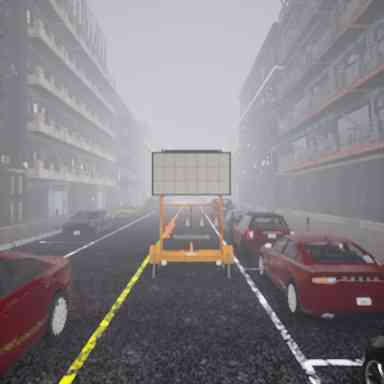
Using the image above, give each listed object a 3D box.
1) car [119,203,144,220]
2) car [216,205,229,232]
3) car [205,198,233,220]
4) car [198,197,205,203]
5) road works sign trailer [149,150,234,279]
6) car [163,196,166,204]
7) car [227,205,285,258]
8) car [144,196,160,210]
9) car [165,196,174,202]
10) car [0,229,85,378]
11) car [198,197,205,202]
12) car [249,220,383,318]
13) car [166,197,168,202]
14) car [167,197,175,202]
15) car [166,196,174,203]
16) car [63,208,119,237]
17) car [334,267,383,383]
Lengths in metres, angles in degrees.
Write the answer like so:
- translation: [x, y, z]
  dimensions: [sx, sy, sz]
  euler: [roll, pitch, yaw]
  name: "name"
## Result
- translation: [-5.739, 1.671, 29.782]
  dimensions: [1.752, 1.417, 4.829]
  euler: [0, 0, 0]
  name: "car"
- translation: [2.661, 1.644, 18.689]
  dimensions: [2.008, 1.369, 4.403]
  euler: [0, 0, 0]
  name: "car"
- translation: [2.643, 1.461, 29.963]
  dimensions: [2.192, 1.841, 5.009]
  euler: [0, 0, 0]
  name: "car"
- translation: [2.556, 1.904, 80.859]
  dimensions: [1.752, 1.417, 4.829]
  euler: [0, 0, 0]
  name: "car"
- translation: [-0.017, 0.516, 10.187]
  dimensions: [2.380, 3.560, 2.880]
  euler: [0, 0, 0]
  name: "road works sign trailer"
- translation: [-5.776, 1.566, 52.499]
  dimensions: [2.192, 1.841, 5.009]
  euler: [0, 0, 0]
  name: "car"
- translation: [2.670, 1.506, 13.054]
  dimensions: [1.967, 1.590, 4.097]
  euler: [0, 0, 0]
  name: "car"
- translation: [-5.768, 1.665, 46.862]
  dimensions: [1.967, 1.590, 4.097]
  euler: [0, 0, 0]
  name: "car"
- translation: [-5.833, 1.843, 86.315]
  dimensions: [1.967, 1.590, 4.097]
  euler: [0, 0, 0]
  name: "car"
- translation: [-3.006, 1.497, 3.778]
  dimensions: [1.882, 1.535, 5.008]
  euler: [0, 0, 0]
  name: "car"
- translation: [2.537, 1.972, 91.962]
  dimensions: [1.887, 1.381, 4.507]
  euler: [0, 0, 0]
  name: "car"
- translation: [2.679, 1.582, 7.417]
  dimensions: [1.887, 1.381, 4.507]
  euler: [0, 0, 0]
  name: "car"
- translation: [-5.787, 1.859, 58.134]
  dimensions: [1.802, 1.307, 4.206]
  euler: [0, 0, 0]
  name: "car"
- translation: [-5.843, 1.973, 91.952]
  dimensions: [1.887, 1.381, 4.507]
  euler: [0, 0, 0]
  name: "car"
- translation: [-5.823, 1.693, 80.680]
  dimensions: [2.192, 1.841, 5.009]
  euler: [0, 0, 0]
  name: "car"
- translation: [-5.721, 1.659, 18.678]
  dimensions: [1.947, 1.339, 4.313]
  euler: [0, 0, 0]
  name: "car"
- translation: [2.688, 1.575, 1.780]
  dimensions: [1.947, 1.339, 4.313]
  euler: [0, 0, 0]
  name: "car"
